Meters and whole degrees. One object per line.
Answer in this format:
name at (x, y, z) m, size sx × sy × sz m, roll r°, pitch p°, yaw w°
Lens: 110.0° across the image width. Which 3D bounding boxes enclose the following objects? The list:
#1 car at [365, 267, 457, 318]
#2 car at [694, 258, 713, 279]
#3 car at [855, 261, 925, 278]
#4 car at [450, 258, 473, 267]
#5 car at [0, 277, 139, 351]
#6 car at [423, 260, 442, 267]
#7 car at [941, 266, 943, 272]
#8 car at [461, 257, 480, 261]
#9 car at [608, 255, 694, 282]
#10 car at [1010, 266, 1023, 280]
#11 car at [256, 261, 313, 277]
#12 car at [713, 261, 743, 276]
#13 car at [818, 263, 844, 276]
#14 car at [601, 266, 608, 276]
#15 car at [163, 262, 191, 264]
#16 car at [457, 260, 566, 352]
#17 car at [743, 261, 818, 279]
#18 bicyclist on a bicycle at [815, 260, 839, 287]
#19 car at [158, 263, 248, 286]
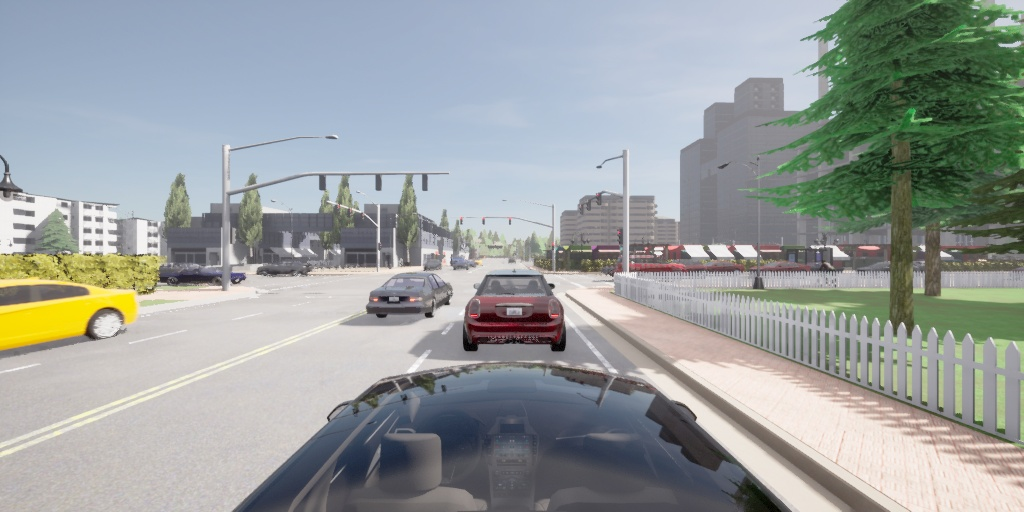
car at (-3.421, 1.297, 12.947) m, size 2.033 × 1.411 × 5.357 m, roll 0°, pitch 0°, yaw 0°
car at (15.072, 1.102, 32.364) m, size 4.553 × 1.767 × 2.097 m, roll 0°, pitch 0°, yaw -1°
car at (34.347, 1.255, 32.842) m, size 4.892 × 1.490 × 1.837 m, roll 0°, pitch 0°, yaw -1°
car at (-7.111, 1.314, 51.118) m, size 1.994 × 1.385 × 4.181 m, roll 0°, pitch 0°, yaw 0°
car at (-10.602, 1.227, 7.137) m, size 1.882 × 1.535 × 5.008 m, roll 0°, pitch 0°, yaw 0°
car at (-10.612, 1.255, 48.254) m, size 1.837 × 1.490 × 4.892 m, roll 0°, pitch 0°, yaw 0°
car at (40.671, 1.242, 36.480) m, size 4.902 × 1.511 × 2.128 m, roll 0°, pitch 0°, yaw -1°
car at (-7.097, 1.297, 60.381) m, size 2.033 × 1.411 × 5.357 m, roll 0°, pitch 0°, yaw 0°
car at (10.936, 0.971, 28.433) m, size 5.566 × 2.045 × 2.150 m, roll 0°, pitch 0°, yaw -3°
car at (43.935, 1.314, 29.430) m, size 4.181 × 1.385 × 1.994 m, roll 0°, pitch 0°, yaw -2°
car at (-22.115, 1.241, 34.911) m, size 4.902 × 1.511 × 2.128 m, roll 0°, pitch 0°, yaw -2°
car at (20.548, 1.228, 36.006) m, size 5.008 × 1.535 × 1.882 m, roll 0°, pitch 0°, yaw -1°
car at (30.446, 1.351, 36.253) m, size 4.718 × 1.301 × 1.895 m, roll 0°, pitch 0°, yaw -1°
car at (11.223, 1.276, 35.750) m, size 4.674 × 1.442 × 1.812 m, roll 0°, pitch 0°, yaw -1°
car at (-25.396, 1.242, 27.753) m, size 4.902 × 1.511 × 2.128 m, roll 0°, pitch 0°, yaw -2°
car at (0.062, 1.102, 9.112) m, size 2.097 × 1.767 × 4.553 m, roll 0°, pitch 0°, yaw 0°
car at (24.285, 1.228, 32.596) m, size 5.008 × 1.535 × 1.882 m, roll 0°, pitch 0°, yaw -1°
bicyclist on a bicycle at (18.787, 1.052, 21.472) m, size 0.582 × 1.620 × 1.656 m, roll 0°, pitch 0°, yaw -1°
car at (-20.886, 1.351, 24.358) m, size 4.718 × 1.301 × 1.895 m, roll 0°, pitch 0°, yaw -1°
